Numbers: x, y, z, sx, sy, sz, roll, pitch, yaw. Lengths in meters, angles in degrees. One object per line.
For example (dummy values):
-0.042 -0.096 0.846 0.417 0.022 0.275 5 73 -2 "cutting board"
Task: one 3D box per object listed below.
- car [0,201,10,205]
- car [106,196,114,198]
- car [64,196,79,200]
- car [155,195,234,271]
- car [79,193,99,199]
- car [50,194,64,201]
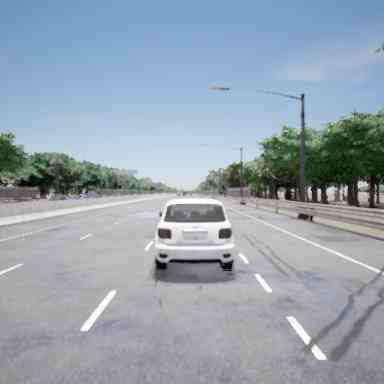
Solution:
-17.649 1.527 30.045 1.994 1.385 4.181 0 0 0 "car"
-17.713 1.482 72.322 1.994 1.385 4.181 0 0 0 "car"
-24.704 1.477 70.078 1.812 1.442 4.674 0 0 0 "car"
0.047 1.239 11.007 2.150 2.045 5.566 0 0 -1 "car"
-21.204 1.178 70.062 2.150 2.045 5.566 0 0 0 "car"
-28.204 1.308 70.095 2.097 1.767 4.553 0 0 0 "car"
